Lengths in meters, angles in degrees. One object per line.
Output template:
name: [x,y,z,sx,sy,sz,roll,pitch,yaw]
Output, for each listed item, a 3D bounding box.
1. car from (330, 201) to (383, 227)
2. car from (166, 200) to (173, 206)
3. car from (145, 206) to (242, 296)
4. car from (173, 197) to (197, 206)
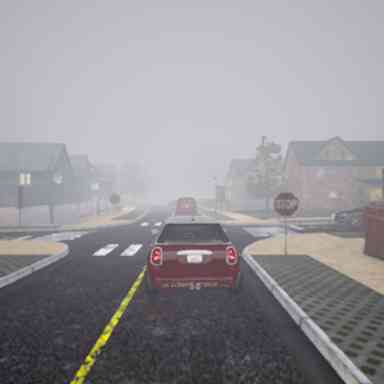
car: [11.256,1.348,20.834,4.902,1.511,2.128,-1,-1,0]
car: [-3.661,2.181,62.107,1.882,1.535,5.008,0,-1,-10]
car: [-0.065,1.419,9.019,2.097,1.767,4.553,0,-1,-3]
car: [-0.607,1.568,35.168,2.150,2.045,5.566,0,-1,-2]
